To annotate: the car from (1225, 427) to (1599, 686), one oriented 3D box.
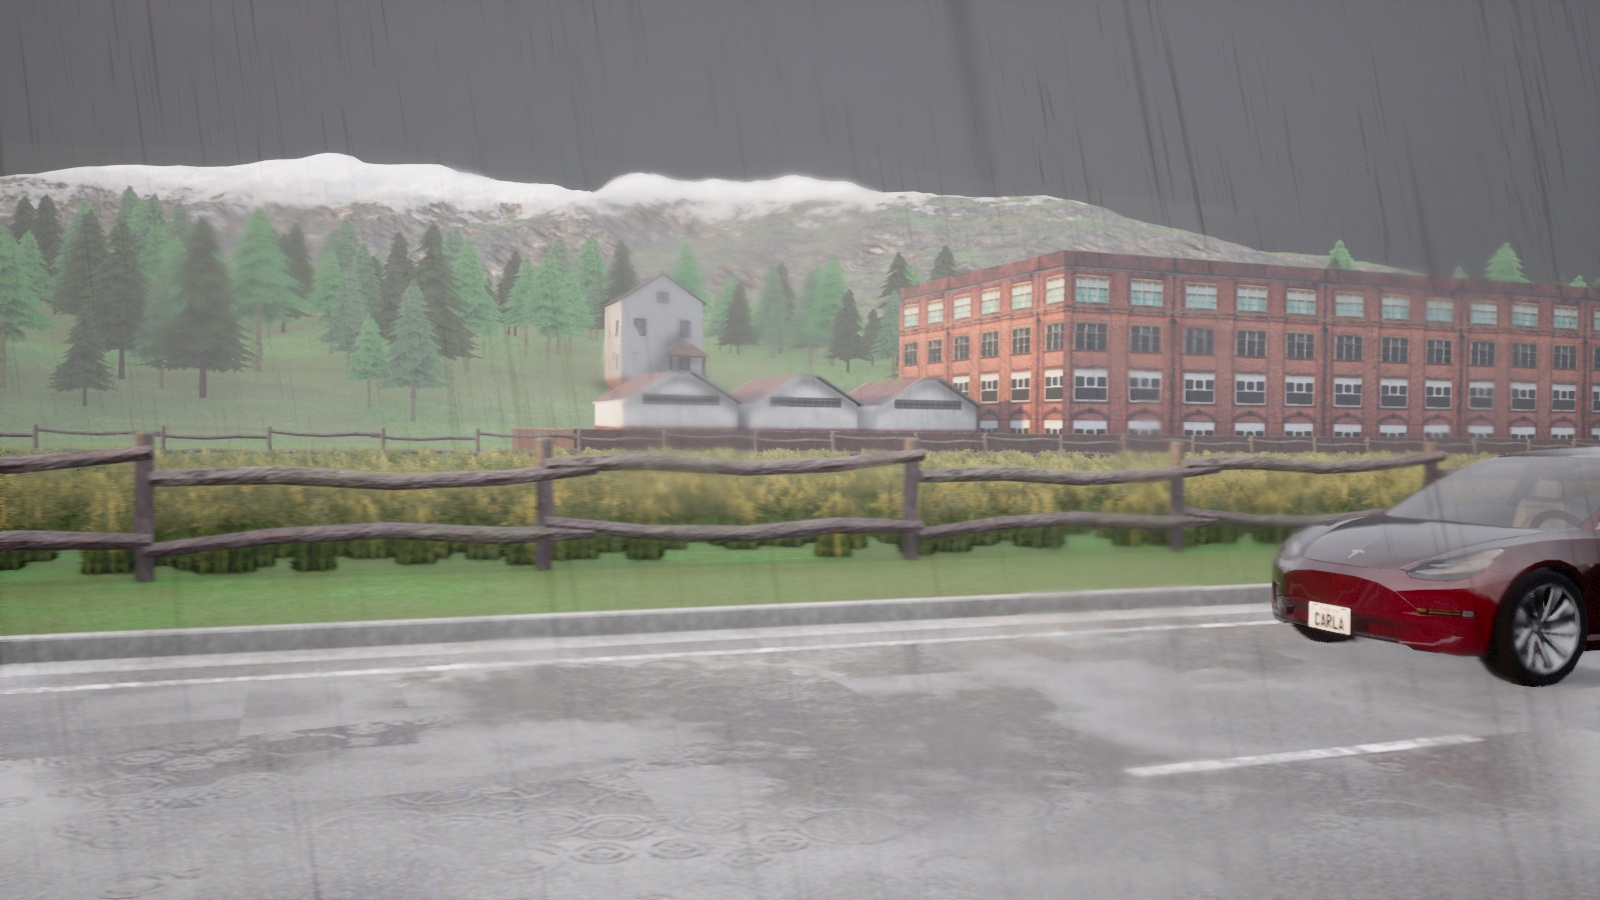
[{"bbox_3d":[5.794,0.586,9.188,4.792,1.488,2.163,-1,1,-21],"label":"car"}]
